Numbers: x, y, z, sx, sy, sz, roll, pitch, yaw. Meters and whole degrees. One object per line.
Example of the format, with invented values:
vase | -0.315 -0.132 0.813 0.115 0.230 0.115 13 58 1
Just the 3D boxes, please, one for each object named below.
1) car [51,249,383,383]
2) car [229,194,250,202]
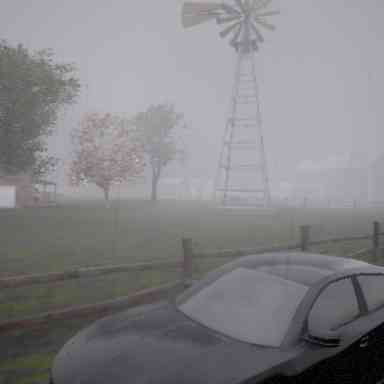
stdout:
car | 1.047 1.503 3.819 5.008 1.535 1.882 1 0 -36
car | 9.550 1.223 66.846 1.882 1.535 5.008 2 0 -35
